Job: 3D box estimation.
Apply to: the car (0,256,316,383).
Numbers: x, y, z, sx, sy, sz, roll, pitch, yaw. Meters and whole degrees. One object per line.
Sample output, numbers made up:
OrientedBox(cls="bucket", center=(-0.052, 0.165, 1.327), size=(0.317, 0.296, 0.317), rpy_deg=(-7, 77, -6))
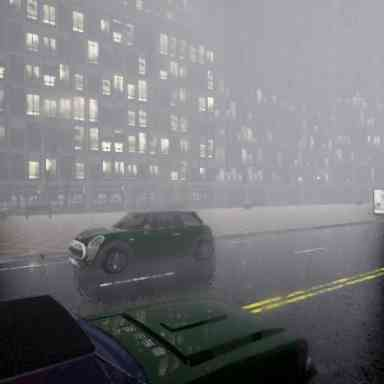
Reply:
OrientedBox(cls="car", center=(-1.134, 1.601, 2.629), size=(4.718, 1.301, 1.895), rpy_deg=(0, 0, -36))

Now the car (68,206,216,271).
OrientedBox(cls="car", center=(-1.489, 1.353, 10.608), size=(4.553, 1.767, 2.097), rpy_deg=(0, 0, -35))
